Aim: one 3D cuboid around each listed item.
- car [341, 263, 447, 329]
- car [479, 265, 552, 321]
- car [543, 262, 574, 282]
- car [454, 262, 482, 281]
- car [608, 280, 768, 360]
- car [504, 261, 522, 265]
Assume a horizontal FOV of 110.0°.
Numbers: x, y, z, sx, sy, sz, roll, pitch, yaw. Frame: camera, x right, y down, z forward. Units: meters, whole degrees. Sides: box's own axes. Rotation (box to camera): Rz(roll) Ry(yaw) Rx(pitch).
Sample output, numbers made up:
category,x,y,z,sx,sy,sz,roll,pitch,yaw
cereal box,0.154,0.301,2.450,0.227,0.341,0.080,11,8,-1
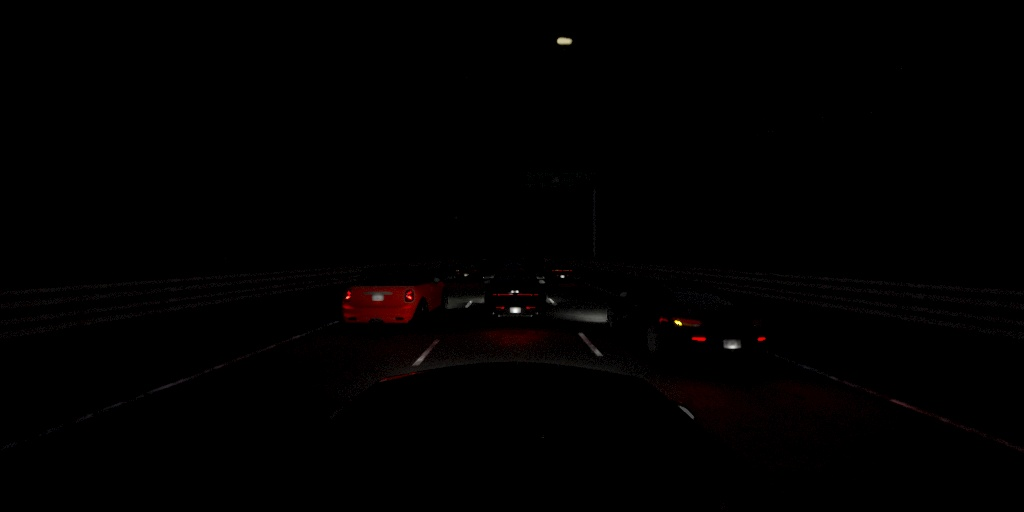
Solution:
category,x,y,z,sx,sy,sz,roll,pitch,yaw
car,-3.406,1.076,11.236,2.097,1.767,4.553,0,0,0
car,0.094,1.227,12.237,1.837,1.490,4.892,0,0,0
car,3.587,1.193,27.863,1.837,1.490,4.892,0,0,0
car,-3.413,1.211,28.749,1.812,1.442,4.674,0,0,0
car,3.593,1.258,8.146,1.812,1.442,4.674,0,0,0
car,0.087,1.163,29.272,1.882,1.535,5.008,0,0,0
